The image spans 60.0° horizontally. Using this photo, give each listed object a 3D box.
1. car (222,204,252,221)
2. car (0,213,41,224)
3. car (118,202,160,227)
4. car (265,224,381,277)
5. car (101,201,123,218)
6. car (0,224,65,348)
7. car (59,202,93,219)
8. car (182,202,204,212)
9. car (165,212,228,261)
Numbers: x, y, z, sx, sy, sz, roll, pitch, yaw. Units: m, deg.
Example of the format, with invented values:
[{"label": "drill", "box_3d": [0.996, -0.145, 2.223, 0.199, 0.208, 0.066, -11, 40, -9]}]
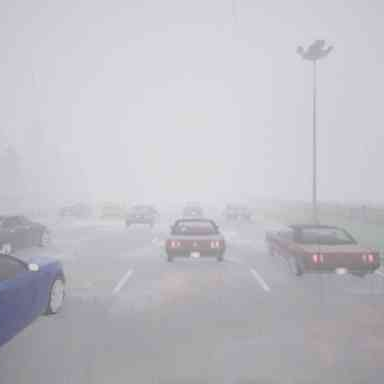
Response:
[{"label": "car", "box_3d": [3.606, 1.656, 27.409, 1.895, 1.301, 4.718, 0, 0, 0]}, {"label": "car", "box_3d": [-6.896, 1.529, 12.111, 1.837, 1.490, 4.892, 0, 0, 0]}, {"label": "car", "box_3d": [-3.395, 1.594, 23.323, 2.033, 1.411, 5.357, 0, 0, 0]}, {"label": "car", "box_3d": [3.604, 1.621, 10.230, 1.895, 1.301, 4.718, 0, 0, 0]}, {"label": "car", "box_3d": [-6.893, 1.538, 30.424, 1.882, 1.535, 5.008, 0, 0, 0]}, {"label": "car", "box_3d": [-3.397, 1.487, 4.512, 1.882, 1.535, 5.008, 0, 0, 0]}, {"label": "car", "box_3d": [-10.406, 1.585, 29.956, 1.812, 1.442, 4.674, 0, 0, 0]}, {"label": "car", "box_3d": [0.094, 1.585, 29.956, 1.812, 1.442, 4.674, 0, 0, 0]}, {"label": "car", "box_3d": [0.103, 1.626, 12.329, 1.895, 1.301, 4.718, 0, 0, 0]}]
